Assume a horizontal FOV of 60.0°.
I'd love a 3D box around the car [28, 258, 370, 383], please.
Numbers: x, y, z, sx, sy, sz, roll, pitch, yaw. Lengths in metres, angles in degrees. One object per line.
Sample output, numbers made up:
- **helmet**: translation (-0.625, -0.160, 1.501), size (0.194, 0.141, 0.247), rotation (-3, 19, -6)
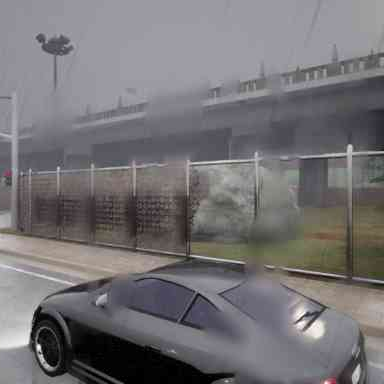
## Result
- **car**: translation (-0.173, 1.564, 4.114), size (4.181, 1.385, 1.994), rotation (0, 0, 36)
